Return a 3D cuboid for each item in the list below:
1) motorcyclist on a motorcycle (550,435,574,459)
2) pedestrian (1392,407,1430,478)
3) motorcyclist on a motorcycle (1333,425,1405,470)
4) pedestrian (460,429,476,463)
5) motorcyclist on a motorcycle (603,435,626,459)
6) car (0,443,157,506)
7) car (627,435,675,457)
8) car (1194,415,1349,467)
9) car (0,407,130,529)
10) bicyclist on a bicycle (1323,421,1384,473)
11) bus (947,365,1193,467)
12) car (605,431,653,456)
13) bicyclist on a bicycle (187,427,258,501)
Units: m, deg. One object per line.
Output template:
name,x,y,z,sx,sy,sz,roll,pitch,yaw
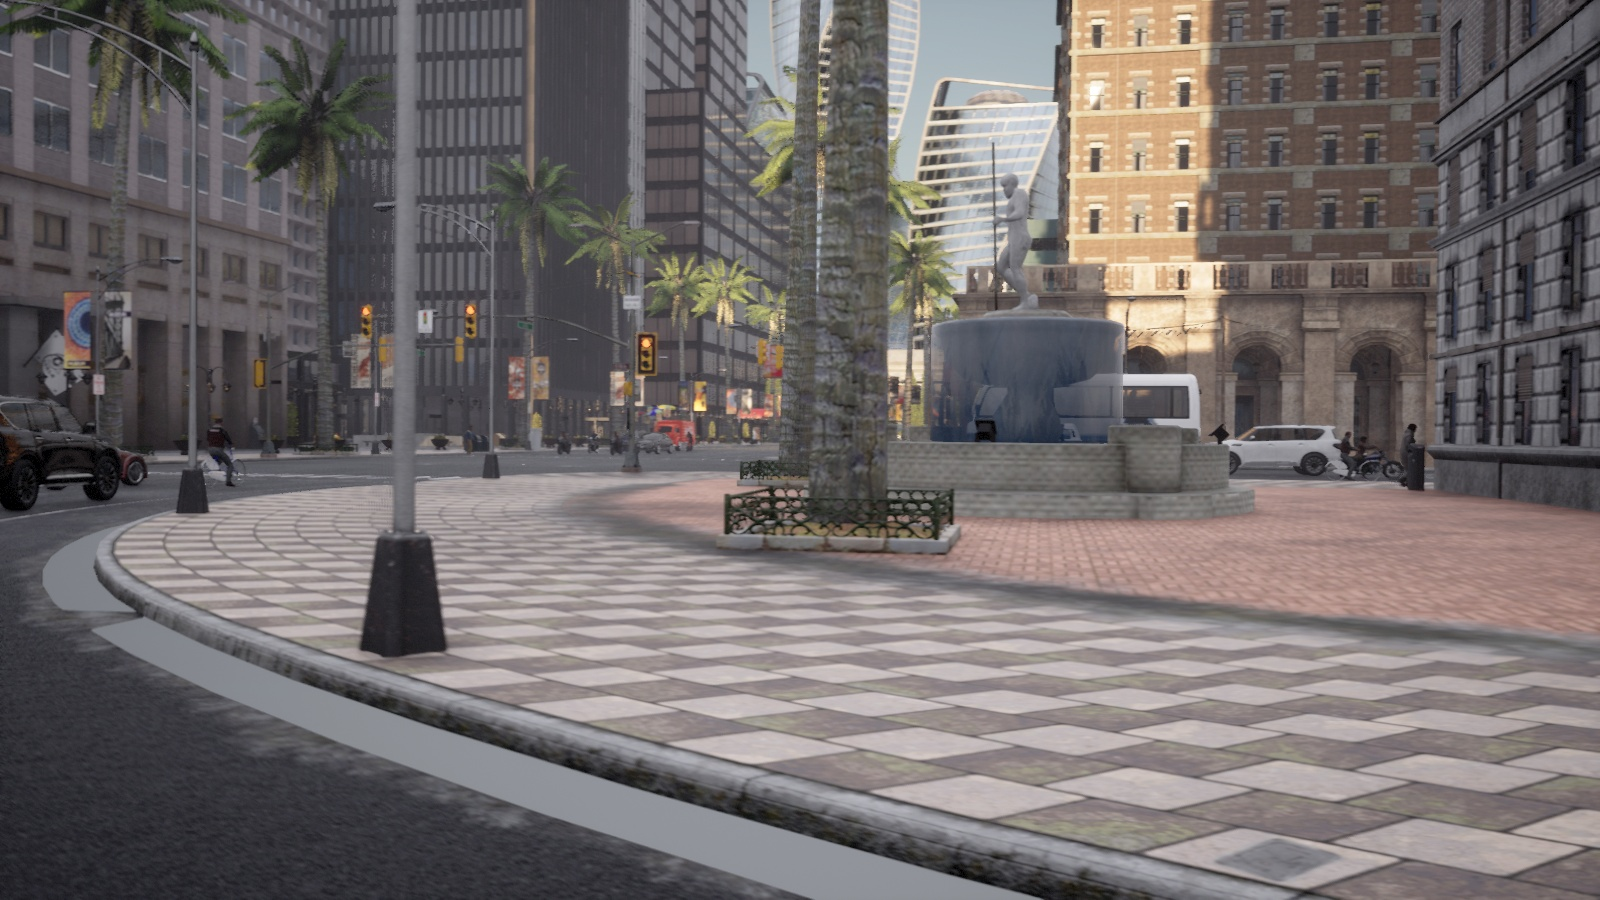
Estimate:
motorcyclist on a motorcycle,-15.165,-0.182,80.148,0.797,1.523,2.044,0,1,12
pedestrian,17.094,-0.205,35.139,0.873,1.952,0.659,0,1,20
motorcyclist on a motorcycle,21.216,-0.096,46.860,2.350,1.649,0.766,0,1,11
pedestrian,-19.132,-0.227,72.366,0.788,1.949,0.423,0,1,28
motorcyclist on a motorcycle,-11.733,-0.202,79.488,0.797,1.523,2.044,0,1,11
car,-17.920,0.557,30.589,1.994,1.385,4.181,0,1,7
car,-10.267,-0.285,86.741,1.837,1.490,4.892,0,1,11
car,19.000,-0.360,50.866,5.566,2.045,2.150,0,1,11
car,-14.734,0.278,23.303,2.150,2.045,5.566,-1,1,-7
bicyclist on a bicycle,19.247,-0.119,43.684,1.843,1.776,0.659,-1,1,11
bus,11.888,-1.459,55.825,10.273,4.253,3.944,0,1,12
car,-12.604,-0.489,92.843,2.097,1.767,4.553,0,1,11
bicyclist on a bicycle,-14.253,0.327,31.023,0.659,1.776,1.843,0,1,9
